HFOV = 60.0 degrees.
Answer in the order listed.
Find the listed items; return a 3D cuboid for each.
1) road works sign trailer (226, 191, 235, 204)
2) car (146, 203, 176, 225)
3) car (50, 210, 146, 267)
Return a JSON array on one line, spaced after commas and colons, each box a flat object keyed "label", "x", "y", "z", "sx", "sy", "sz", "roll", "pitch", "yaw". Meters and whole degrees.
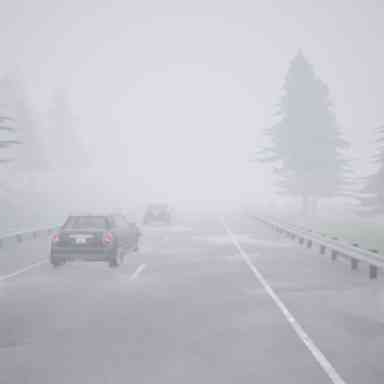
[{"label": "road works sign trailer", "x": 10.487, "y": 1.495, "z": 90.332, "sx": 2.380, "sy": 3.560, "sz": 2.880, "roll": 0, "pitch": -1, "yaw": 15}, {"label": "car", "x": -2.538, "y": 1.657, "z": 26.981, "sx": 2.097, "sy": 1.767, "sz": 4.553, "roll": 0, "pitch": -1, "yaw": 4}, {"label": "car", "x": -3.228, "y": 1.487, "z": 12.057, "sx": 2.097, "sy": 1.767, "sz": 4.553, "roll": 0, "pitch": -1, "yaw": 2}]
